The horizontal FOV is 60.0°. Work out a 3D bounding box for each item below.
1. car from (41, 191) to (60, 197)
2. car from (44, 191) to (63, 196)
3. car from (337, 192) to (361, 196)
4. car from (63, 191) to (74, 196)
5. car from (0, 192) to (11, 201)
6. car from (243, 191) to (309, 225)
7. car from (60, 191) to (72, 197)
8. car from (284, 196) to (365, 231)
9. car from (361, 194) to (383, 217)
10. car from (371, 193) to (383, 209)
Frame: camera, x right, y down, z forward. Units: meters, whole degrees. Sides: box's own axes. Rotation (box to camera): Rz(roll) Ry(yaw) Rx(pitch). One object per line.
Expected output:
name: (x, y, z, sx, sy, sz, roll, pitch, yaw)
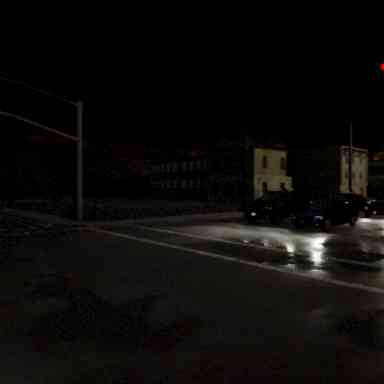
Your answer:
car: (-35.547, 0.622, 85.604, 4.974, 1.542, 2.038, 0, 1, 20)
car: (-35.596, 0.464, 85.620, 4.536, 1.218, 1.853, 0, 1, 20)
car: (13.048, 0.913, 28.195, 4.553, 1.767, 2.097, -1, 1, -40)
car: (-31.846, 0.475, 86.046, 1.853, 1.218, 4.536, 0, 0, -10)
car: (-34.074, 0.751, 59.011, 2.097, 1.767, 4.553, 0, 1, 24)
car: (5.804, 0.947, 22.043, 5.566, 2.045, 2.150, -1, 1, -41)
car: (-31.837, 0.633, 85.996, 2.038, 1.542, 4.974, 0, 0, -10)
car: (7.683, 1.239, 19.038, 5.008, 1.535, 1.882, -1, 1, -40)
car: (14.686, 1.134, 25.006, 4.674, 1.442, 1.812, -1, 1, -40)
car: (20.683, 0.865, 34.689, 4.892, 1.490, 1.837, -2, 2, -40)
